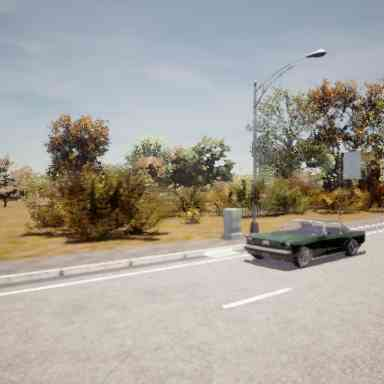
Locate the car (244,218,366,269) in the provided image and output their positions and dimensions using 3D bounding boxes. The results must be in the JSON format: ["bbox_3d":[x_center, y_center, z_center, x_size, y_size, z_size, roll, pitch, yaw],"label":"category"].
[{"bbox_3d":[3.976,1.608,11.420,4.718,1.301,1.895,0,0,-38],"label":"car"}]
